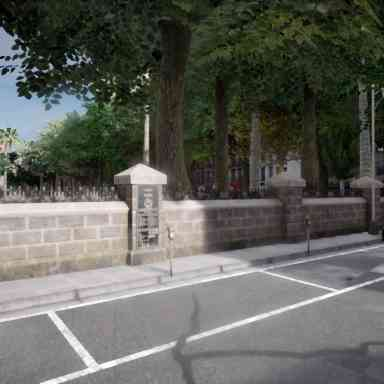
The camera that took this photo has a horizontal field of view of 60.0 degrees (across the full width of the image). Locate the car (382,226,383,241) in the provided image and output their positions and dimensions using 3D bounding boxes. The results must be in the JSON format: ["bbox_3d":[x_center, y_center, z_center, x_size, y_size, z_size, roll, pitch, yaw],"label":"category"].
[{"bbox_3d":[9.737,1.310,13.485,5.009,1.841,2.192,0,0,-36],"label":"car"}]
